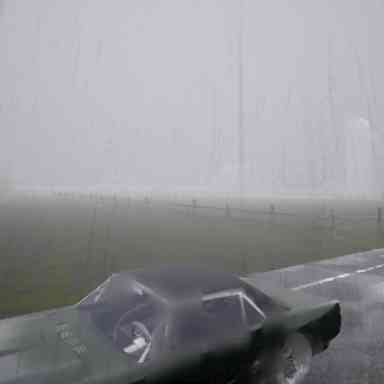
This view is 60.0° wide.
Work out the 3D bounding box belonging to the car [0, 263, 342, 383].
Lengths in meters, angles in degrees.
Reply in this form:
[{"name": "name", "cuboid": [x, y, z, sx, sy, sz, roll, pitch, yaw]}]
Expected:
[{"name": "car", "cuboid": [-0.479, 1.601, 3.647, 4.718, 1.301, 1.895, 0, 0, -35]}]
